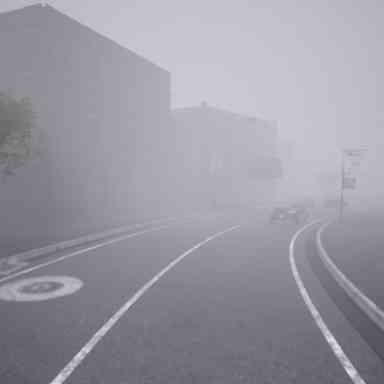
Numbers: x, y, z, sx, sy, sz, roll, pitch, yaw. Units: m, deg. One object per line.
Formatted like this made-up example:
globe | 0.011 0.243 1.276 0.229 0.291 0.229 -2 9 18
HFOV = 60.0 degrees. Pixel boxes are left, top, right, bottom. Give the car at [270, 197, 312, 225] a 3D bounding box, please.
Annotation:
car | 6.770 1.370 23.130 1.812 1.442 4.674 3 2 29

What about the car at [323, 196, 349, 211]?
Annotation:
car | 16.167 1.193 37.114 1.882 1.535 5.008 4 3 36

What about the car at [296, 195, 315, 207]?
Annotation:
car | 12.932 1.044 38.908 1.812 1.442 4.674 4 3 37
